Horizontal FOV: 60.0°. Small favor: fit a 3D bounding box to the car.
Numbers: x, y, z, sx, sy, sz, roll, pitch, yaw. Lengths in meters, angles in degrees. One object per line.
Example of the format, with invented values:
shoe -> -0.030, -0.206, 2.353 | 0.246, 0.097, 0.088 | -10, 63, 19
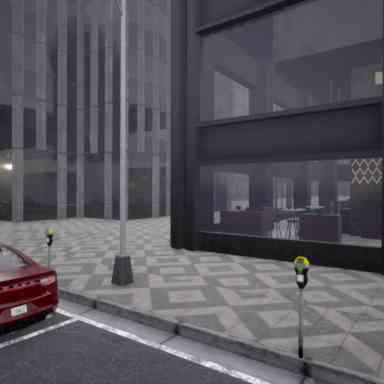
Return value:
car -> -4.264, 1.544, 6.018 | 4.507, 1.381, 1.887 | 0, 0, 36
